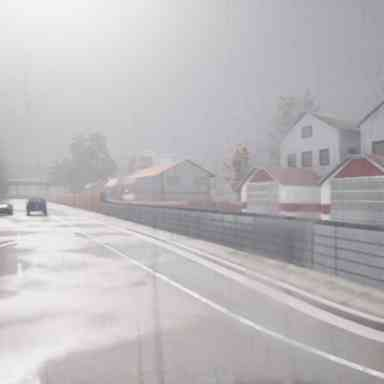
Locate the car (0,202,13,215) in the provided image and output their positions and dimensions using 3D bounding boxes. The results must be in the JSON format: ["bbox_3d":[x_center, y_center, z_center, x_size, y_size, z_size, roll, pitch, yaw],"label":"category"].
[{"bbox_3d":[-21.983,1.975,38.632,1.994,1.385,4.181,1,-1,-26],"label":"car"}]

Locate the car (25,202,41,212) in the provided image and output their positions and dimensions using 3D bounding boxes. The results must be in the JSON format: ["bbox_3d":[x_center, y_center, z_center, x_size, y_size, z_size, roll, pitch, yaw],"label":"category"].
[{"bbox_3d":[-22.984,2.110,48.013,1.994,1.385,4.181,1,-1,-27],"label":"car"}]

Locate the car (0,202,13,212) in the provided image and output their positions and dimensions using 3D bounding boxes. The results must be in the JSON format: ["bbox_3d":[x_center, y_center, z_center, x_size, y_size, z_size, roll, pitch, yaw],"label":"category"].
[{"bbox_3d":[-26.105,2.097,46.428,1.895,1.301,4.718,1,-1,-27],"label":"car"}]

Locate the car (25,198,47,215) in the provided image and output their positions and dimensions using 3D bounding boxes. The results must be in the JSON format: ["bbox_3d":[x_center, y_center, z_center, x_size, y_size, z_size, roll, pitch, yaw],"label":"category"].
[{"bbox_3d":[-18.610,1.678,39.755,2.150,2.045,5.566,1,-1,-27],"label":"car"}]
